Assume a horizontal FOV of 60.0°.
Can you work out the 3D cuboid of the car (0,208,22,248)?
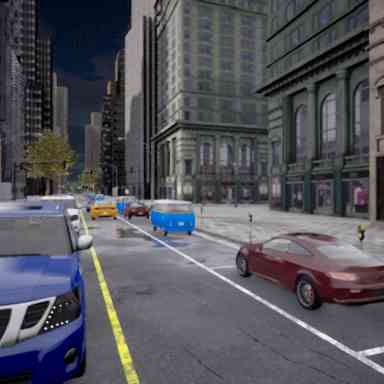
[{"bbox_3d":[-9.220,1.543,15.264,1.887,1.381,4.507,0,0,-19],"label":"car"}]

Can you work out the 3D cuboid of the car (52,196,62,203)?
[{"bbox_3d":[-29.050,1.563,71.600,1.887,1.381,4.507,0,0,-19],"label":"car"}]

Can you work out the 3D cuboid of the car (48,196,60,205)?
[{"bbox_3d":[-25.484,1.536,61.459,1.752,1.417,4.829,0,0,-19],"label":"car"}]

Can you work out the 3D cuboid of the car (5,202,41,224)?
[{"bbox_3d":[-12.894,1.542,25.686,1.887,1.381,4.507,0,0,-19],"label":"car"}]

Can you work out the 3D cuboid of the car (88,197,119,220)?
[{"bbox_3d":[-7.486,1.472,27.963,1.882,1.535,5.008,0,0,-19],"label":"car"}]

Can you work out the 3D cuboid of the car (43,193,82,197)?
[{"bbox_3d":[-7.101,1.218,17.605,2.150,2.045,5.566,0,0,-19],"label":"car"}]

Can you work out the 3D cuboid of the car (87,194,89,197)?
[{"bbox_3d":[-26.481,1.582,89.968,2.008,1.369,4.403,0,0,-19],"label":"car"}]

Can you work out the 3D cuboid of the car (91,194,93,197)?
[{"bbox_3d":[-21.086,1.581,74.650,1.947,1.339,4.313,0,0,-19],"label":"car"}]

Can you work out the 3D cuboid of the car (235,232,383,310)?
[{"bbox_3d":[2.520,1.579,7.666,1.802,1.307,4.206,0,0,-19],"label":"car"}]

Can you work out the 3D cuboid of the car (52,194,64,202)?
[{"bbox_3d":[-30.806,1.338,76.590,2.192,1.841,5.009,0,0,-19],"label":"car"}]

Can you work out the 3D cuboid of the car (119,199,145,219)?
[{"bbox_3d":[-4.819,1.538,28.512,1.887,1.381,4.507,0,0,-19],"label":"car"}]

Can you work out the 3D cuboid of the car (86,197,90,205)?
[{"bbox_3d":[-10.969,1.560,37.785,1.994,1.385,4.181,0,0,-19],"label":"car"}]

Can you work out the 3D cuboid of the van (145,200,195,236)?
[{"bbox_3d":[-1.149,1.336,18.089,1.690,1.788,3.998,0,0,-19],"label":"van"}]

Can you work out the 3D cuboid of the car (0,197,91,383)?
[{"bbox_3d":[-2.927,1.221,5.447,2.150,2.045,5.566,0,0,-19],"label":"car"}]

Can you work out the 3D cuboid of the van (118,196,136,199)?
[{"bbox_3d":[-6.653,1.335,33.723,1.690,1.788,3.998,0,0,-19],"label":"van"}]

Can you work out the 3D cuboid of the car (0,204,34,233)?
[{"bbox_3d":[-11.057,1.542,20.475,1.887,1.381,4.507,0,0,-19],"label":"car"}]

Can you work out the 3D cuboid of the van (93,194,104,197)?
[{"bbox_3d":[-19.287,1.351,69.546,1.690,1.788,3.998,0,0,-19],"label":"van"}]
